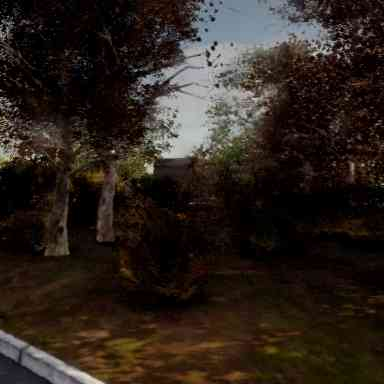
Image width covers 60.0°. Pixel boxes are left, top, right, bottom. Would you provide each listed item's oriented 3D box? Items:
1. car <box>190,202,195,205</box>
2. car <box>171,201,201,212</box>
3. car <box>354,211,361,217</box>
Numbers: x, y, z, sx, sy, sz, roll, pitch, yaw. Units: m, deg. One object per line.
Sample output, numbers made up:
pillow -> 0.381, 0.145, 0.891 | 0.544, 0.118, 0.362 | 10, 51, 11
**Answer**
car -> 1.345, 2.197, 49.890 | 2.097, 1.535, 5.008 | 0, 0, 35
car -> -0.916, 2.184, 51.501 | 2.097, 1.535, 5.008 | 0, 0, 35
car -> 19.420, 1.995, 36.980 | 2.435, 2.045, 5.566 | 0, 0, 35
